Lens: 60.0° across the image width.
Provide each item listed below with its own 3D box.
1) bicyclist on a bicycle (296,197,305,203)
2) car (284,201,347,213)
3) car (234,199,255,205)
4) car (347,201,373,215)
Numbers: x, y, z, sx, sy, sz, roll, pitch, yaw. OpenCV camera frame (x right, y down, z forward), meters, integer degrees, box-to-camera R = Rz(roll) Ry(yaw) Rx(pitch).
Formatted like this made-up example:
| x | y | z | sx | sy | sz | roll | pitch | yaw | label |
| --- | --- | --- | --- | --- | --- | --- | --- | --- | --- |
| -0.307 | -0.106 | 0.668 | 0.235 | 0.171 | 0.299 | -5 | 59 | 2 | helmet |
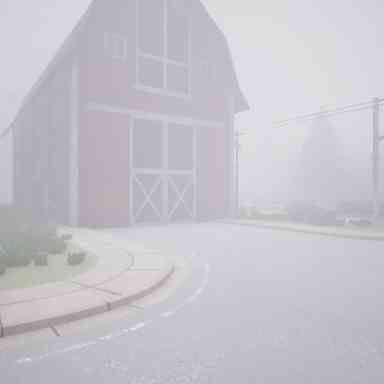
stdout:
| x | y | z | sx | sy | sz | roll | pitch | yaw | label |
| --- | --- | --- | --- | --- | --- | --- | --- | --- | --- |
| 13.252 | 1.322 | 40.222 | 1.656 | 1.620 | 0.582 | 46 | -25 | -24 | bicyclist on a bicycle |
| 10.930 | 1.574 | 30.599 | 2.033 | 1.411 | 5.357 | 0 | 0 | -35 | car |
| 5.498 | 1.552 | 38.480 | 1.812 | 1.442 | 4.674 | 0 | 0 | -34 | car |
| 14.826 | 1.552 | 31.466 | 1.812 | 1.442 | 4.674 | 0 | 0 | -35 | car |
